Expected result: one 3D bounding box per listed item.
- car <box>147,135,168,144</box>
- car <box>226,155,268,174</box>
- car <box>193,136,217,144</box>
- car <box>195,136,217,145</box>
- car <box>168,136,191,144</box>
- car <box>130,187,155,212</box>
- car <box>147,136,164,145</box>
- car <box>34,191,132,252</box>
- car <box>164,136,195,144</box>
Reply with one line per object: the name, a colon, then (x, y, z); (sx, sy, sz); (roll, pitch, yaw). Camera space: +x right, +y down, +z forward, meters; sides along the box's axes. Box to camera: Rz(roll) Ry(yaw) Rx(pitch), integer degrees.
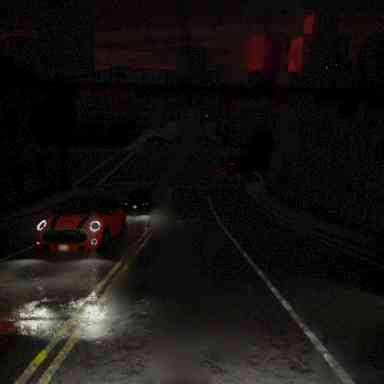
car: (-7.225, -10.980, 69.334); (4.536, 1.218, 1.853); (15, 20, 42)
car: (7.071, -3.580, 42.395); (5.566, 2.045, 2.150); (-3, 15, -16)
car: (2.741, -11.020, 70.138); (4.536, 1.218, 1.853); (9, 17, 27)
car: (2.784, -10.861, 70.155); (4.974, 1.542, 2.038); (9, 17, 27)
car: (-2.538, -10.904, 69.360); (4.536, 1.218, 1.853); (-10, 18, -35)
car: (-3.732, 0.490, 23.981); (1.837, 1.490, 4.892); (1, 6, -1)
car: (-7.190, -10.818, 69.341); (4.974, 1.542, 2.038); (15, 20, 42)
car: (-3.689, 0.953, 11.762); (2.097, 1.767, 4.553); (1, 1, -1)
car: (-2.582, -10.745, 69.370); (4.974, 1.542, 2.038); (-10, 18, -35)
